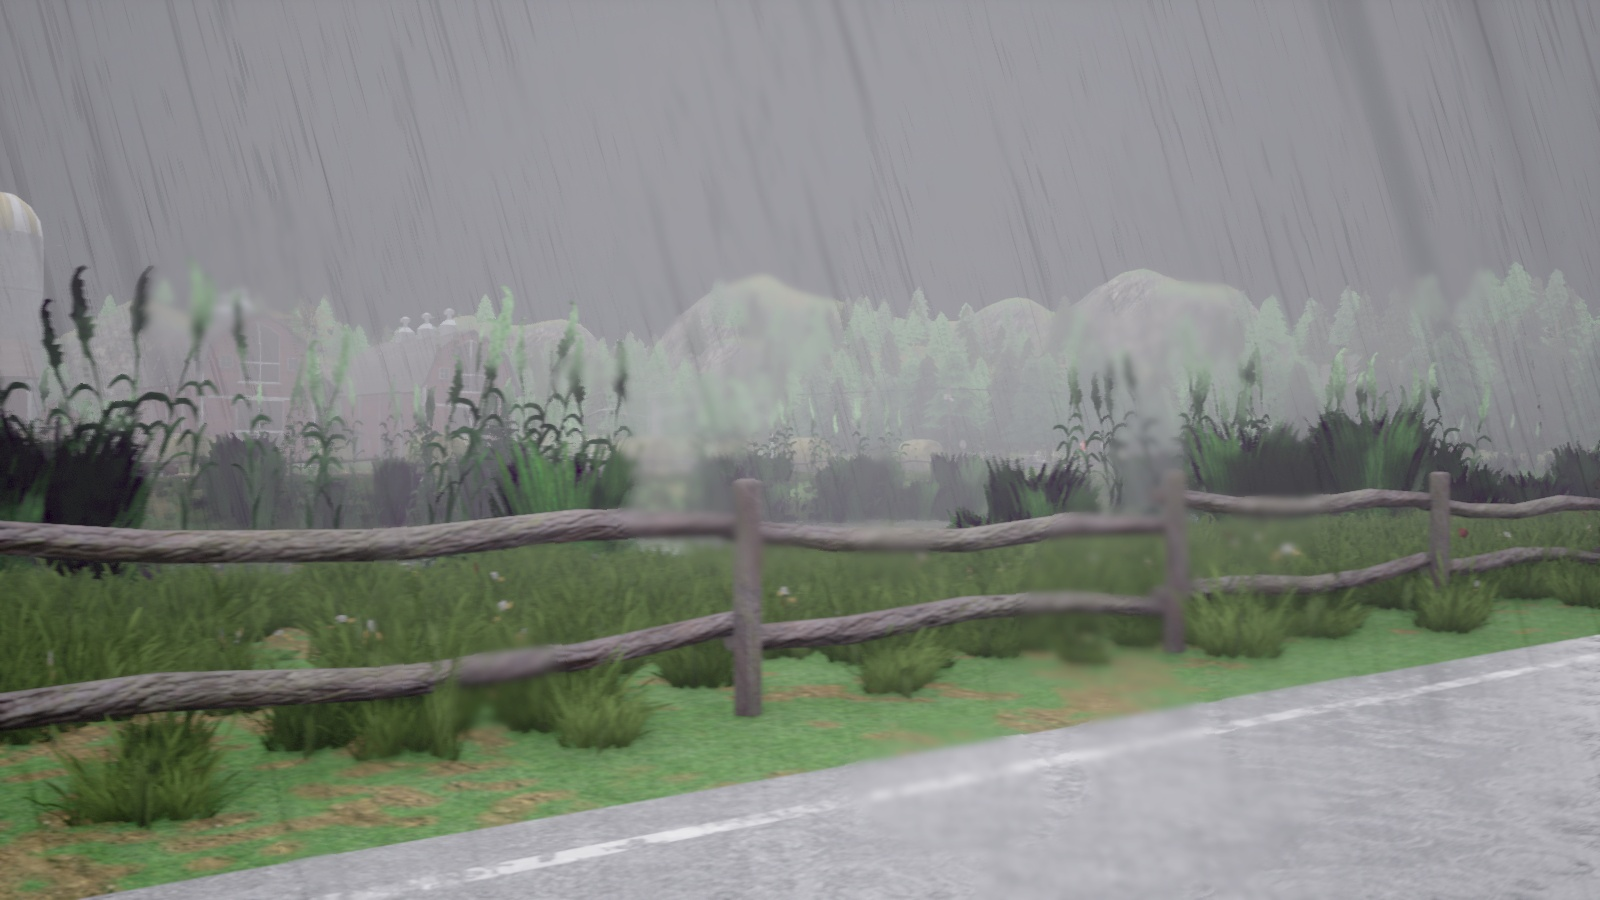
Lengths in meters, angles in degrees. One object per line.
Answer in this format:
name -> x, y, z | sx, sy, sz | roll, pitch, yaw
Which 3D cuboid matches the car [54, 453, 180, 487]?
car -> -32.296, 0.912, 59.475 | 5.008, 1.535, 1.882 | 0, 0, -38
